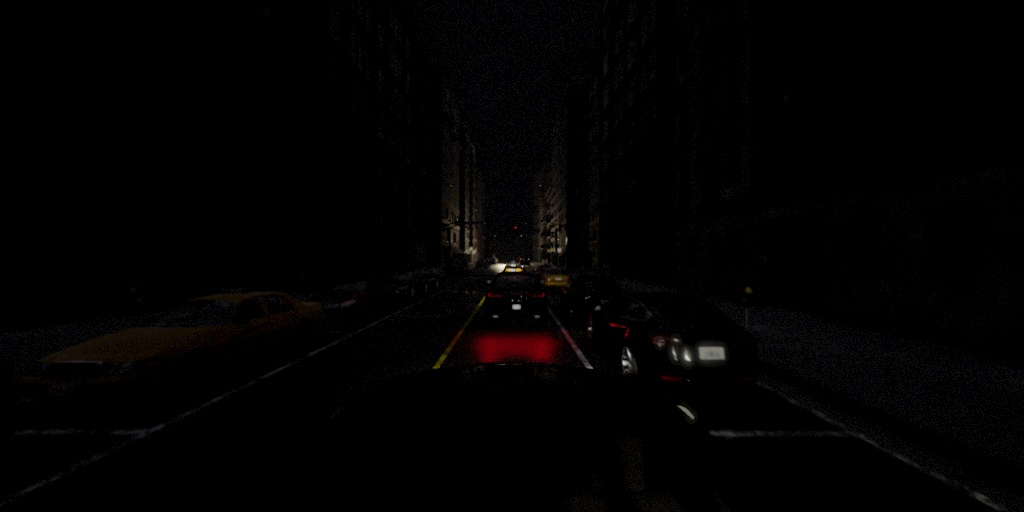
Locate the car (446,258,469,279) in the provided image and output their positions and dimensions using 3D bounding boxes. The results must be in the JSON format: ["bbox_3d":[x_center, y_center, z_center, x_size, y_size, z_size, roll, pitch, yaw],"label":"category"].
[{"bbox_3d":[-5.277,1.118,33.920,2.192,1.841,5.009,0,0,0],"label":"car"}]

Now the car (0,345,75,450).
[{"bbox_3d":[-5.394,1.314,1.443,1.948,1.339,4.313,0,0,0],"label":"car"}]

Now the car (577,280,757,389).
[{"bbox_3d":[2.651,1.327,6.817,1.948,1.339,4.313,0,0,0],"label":"car"}]

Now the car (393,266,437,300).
[{"bbox_3d":[-5.335,1.330,17.681,2.007,1.370,4.403,0,0,0],"label":"car"}]

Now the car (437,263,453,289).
[{"bbox_3d":[-5.316,1.338,23.094,2.007,1.370,4.403,0,0,0],"label":"car"}]

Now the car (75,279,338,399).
[{"bbox_3d":[-5.375,1.285,6.685,1.751,1.417,4.829,0,0,0],"label":"car"}]

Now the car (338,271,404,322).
[{"bbox_3d":[-5.355,1.352,12.268,1.802,1.307,4.207,0,0,0],"label":"car"}]

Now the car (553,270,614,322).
[{"bbox_3d":[2.670,1.337,12.230,1.948,1.339,4.313,0,0,0],"label":"car"}]

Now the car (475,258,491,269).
[{"bbox_3d":[-5.181,1.391,60.383,2.007,1.370,4.403,0,0,0],"label":"car"}]

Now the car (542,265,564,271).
[{"bbox_3d":[2.710,1.314,23.226,1.751,1.417,4.829,0,0,0],"label":"car"}]

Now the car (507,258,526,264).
[{"bbox_3d":[0.114,1.261,34.449,1.801,1.575,5.366,0,0,0],"label":"car"}]

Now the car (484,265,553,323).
[{"bbox_3d":[0.134,1.249,12.308,1.882,1.535,5.008,0,0,0],"label":"car"}]
